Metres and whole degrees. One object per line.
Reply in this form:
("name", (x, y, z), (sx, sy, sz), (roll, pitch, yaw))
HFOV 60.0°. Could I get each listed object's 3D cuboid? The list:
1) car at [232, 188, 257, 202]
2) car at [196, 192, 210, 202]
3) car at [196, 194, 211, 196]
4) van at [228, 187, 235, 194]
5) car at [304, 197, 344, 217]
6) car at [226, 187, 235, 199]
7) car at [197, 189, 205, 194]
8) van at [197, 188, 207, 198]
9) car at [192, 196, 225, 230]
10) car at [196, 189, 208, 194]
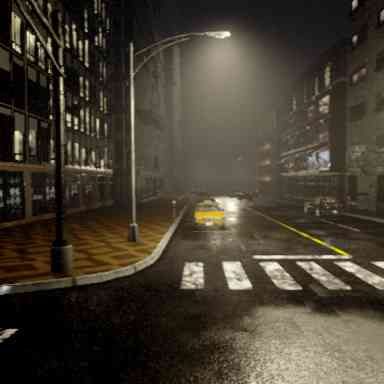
("car", (7.313, 0.532, 46.489), (2.128, 1.511, 4.902), (0, 1, 1))
("car", (1.515, 0.662, 46.717), (1.802, 1.307, 4.206), (-1, 1, 1))
("car", (1.003, 1.085, 24.109), (1.947, 1.339, 4.313), (-1, 1, 1))
("van", (10.908, -0.514, 91.741), (1.690, 1.788, 3.998), (-1, 1, 1))
("car", (9.380, 1.010, 23.919), (2.008, 1.369, 4.403), (-1, 1, 1))
("car", (7.437, 0.200, 56.443), (2.097, 1.767, 4.553), (0, 1, 1))
("car", (2.408, -0.136, 86.282), (2.008, 1.369, 4.403), (-1, 1, 1))
("van", (1.892, 0.092, 63.670), (1.690, 1.788, 3.998), (-1, 1, 1))
("car", (0.871, 1.158, 18.287), (1.752, 1.417, 4.829), (-1, 1, 1))
("car", (1.386, 0.735, 41.064), (1.887, 1.381, 4.507), (-1, 1, 1))
